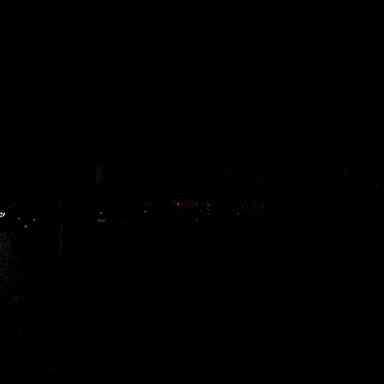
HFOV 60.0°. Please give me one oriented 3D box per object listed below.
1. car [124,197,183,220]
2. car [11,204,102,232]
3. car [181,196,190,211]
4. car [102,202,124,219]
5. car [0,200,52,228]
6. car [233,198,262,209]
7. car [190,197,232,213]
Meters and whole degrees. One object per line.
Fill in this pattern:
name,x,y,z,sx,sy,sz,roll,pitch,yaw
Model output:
car,-3.189,1.506,28.548,1.882,1.535,5.008,0,0,32
car,-8.206,1.628,20.605,1.895,1.301,4.718,0,0,32
car,-1.296,1.386,38.086,2.097,1.767,4.553,0,0,32
car,-6.628,1.597,29.657,1.994,1.385,4.181,0,0,32
car,-11.244,1.385,22.349,2.097,1.767,4.553,0,0,32
car,8.108,1.576,46.330,2.033,1.411,5.357,0,0,33
car,2.194,1.380,37.055,2.097,1.767,4.553,0,0,32
